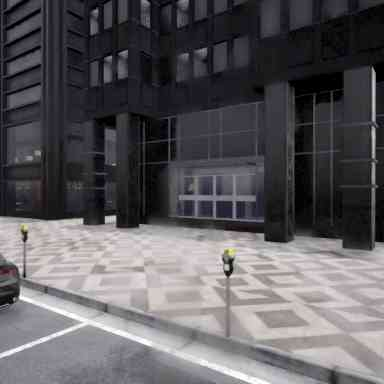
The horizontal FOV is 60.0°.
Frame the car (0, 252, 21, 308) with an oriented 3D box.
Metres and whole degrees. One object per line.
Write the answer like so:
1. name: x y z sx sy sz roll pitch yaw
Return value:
1. car: -5.116 1.551 6.614 4.403 1.369 2.008 0 0 36
